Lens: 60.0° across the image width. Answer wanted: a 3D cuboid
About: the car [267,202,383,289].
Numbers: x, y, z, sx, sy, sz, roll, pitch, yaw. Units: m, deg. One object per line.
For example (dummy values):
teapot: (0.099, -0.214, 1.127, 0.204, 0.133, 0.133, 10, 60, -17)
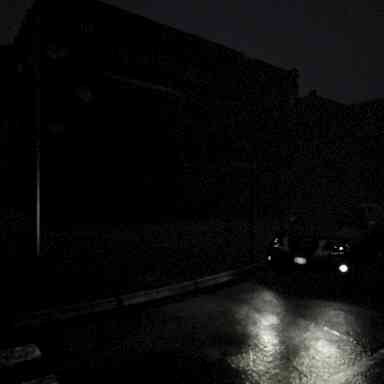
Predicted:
car: (4.383, 1.334, 9.959, 2.150, 2.045, 5.566, 0, -1, 41)
